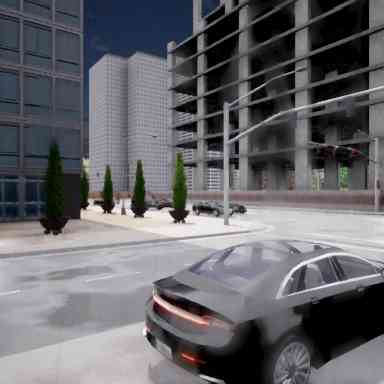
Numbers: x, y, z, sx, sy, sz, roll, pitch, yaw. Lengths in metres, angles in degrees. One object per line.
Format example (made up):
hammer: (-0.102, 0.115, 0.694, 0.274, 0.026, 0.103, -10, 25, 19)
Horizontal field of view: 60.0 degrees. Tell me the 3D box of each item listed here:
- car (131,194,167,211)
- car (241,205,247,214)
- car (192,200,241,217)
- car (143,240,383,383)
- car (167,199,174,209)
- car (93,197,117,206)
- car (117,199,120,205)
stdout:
car: (-5.826, 1.278, 42.471, 2.150, 2.045, 5.566, 0, 0, -36)
car: (3.819, 1.619, 35.150, 1.994, 1.385, 4.181, 0, 0, -36)
car: (1.961, 1.547, 31.753, 2.128, 1.511, 4.902, 0, 0, -36)
car: (1.662, 1.492, 5.040, 4.902, 1.511, 2.128, 0, 0, -36)
car: (-4.235, 1.533, 46.235, 1.882, 1.535, 5.008, 0, 0, -36)
car: (-14.559, 1.656, 54.560, 1.895, 1.301, 4.718, 0, 0, -35)
car: (-14.829, 1.584, 60.967, 2.128, 1.511, 4.902, 0, 0, -36)
